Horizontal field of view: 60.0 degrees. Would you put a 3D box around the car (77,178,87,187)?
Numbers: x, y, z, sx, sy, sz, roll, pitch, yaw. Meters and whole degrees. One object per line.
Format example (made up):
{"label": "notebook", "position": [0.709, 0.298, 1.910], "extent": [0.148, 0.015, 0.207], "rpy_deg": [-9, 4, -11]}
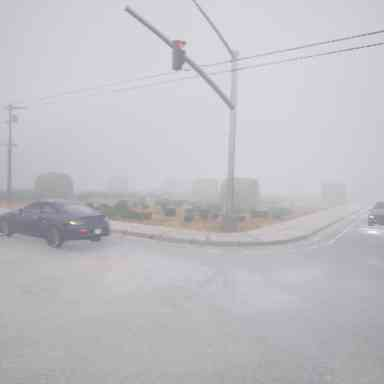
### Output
{"label": "car", "position": [-25.620, -2.154, 77.878], "extent": [1.905, 1.878, 3.866], "rpy_deg": [7, 2, -14]}

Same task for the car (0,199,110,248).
{"label": "car", "position": [-4.950, 0.978, 11.845], "extent": [4.674, 1.442, 1.812], "rpy_deg": [3, 2, 32]}

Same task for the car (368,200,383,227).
{"label": "car", "position": [11.749, 1.280, 19.905], "extent": [2.033, 1.411, 5.357], "rpy_deg": [3, 2, 32]}
